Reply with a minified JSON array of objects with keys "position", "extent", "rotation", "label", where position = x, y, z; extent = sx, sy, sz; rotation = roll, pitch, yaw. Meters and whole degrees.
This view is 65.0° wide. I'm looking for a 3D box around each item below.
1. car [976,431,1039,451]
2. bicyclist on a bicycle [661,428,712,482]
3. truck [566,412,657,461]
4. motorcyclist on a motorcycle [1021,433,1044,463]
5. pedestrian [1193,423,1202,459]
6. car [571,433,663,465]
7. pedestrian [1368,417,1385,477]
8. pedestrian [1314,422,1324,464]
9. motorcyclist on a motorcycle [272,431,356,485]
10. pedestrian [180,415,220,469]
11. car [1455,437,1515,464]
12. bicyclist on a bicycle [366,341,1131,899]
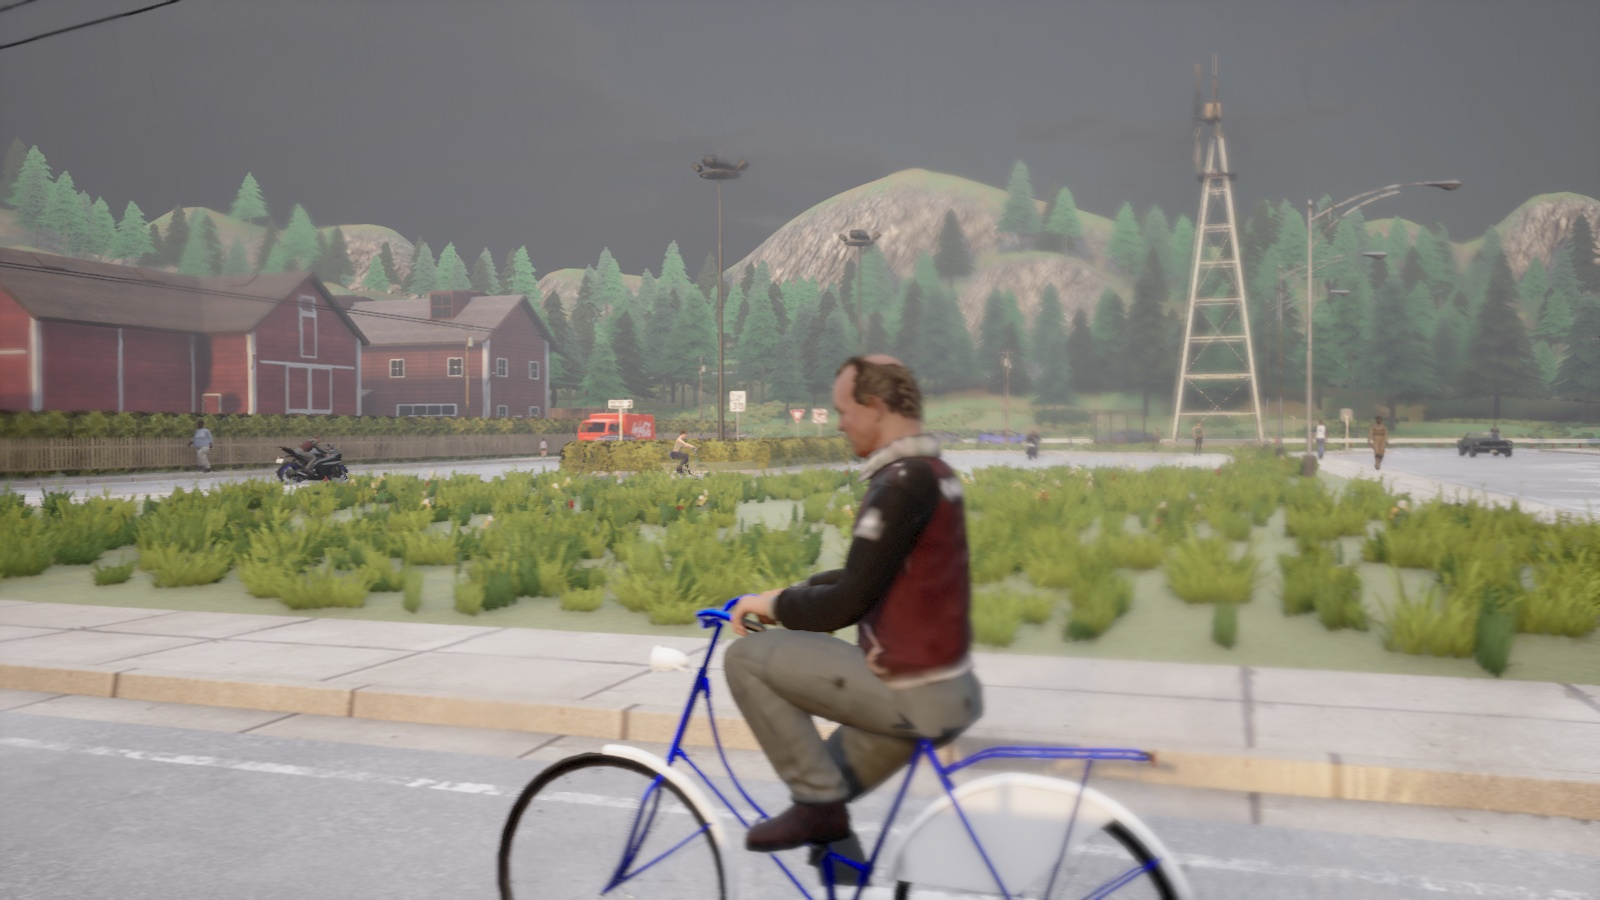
[{"position":[16.063,-0.714,97.081],"extent":[4.514,1.525,2.007],"rotation":[0,1,19],"label":"car"},{"position":[-3.440,0.149,38.033],"extent":[1.509,1.612,0.866],"rotation":[0,0,-7],"label":"bicyclist on a bicycle"},{"position":[-9.746,-0.732,65.485],"extent":[2.627,2.467,5.204],"rotation":[0,1,19],"label":"truck"},{"position":[12.096,-0.135,65.347],"extent":[0.866,1.530,2.191],"rotation":[0,1,18],"label":"motorcyclist on a motorcycle"},{"position":[20.342,-0.473,64.267],"extent":[0.345,1.836,0.594],"rotation":[0,1,7],"label":"pedestrian"},{"position":[-8.422,-0.081,58.463],"extent":[2.033,1.411,5.357],"rotation":[0,1,19],"label":"car"},{"position":[18.744,-0.104,40.845],"extent":[0.396,1.930,0.692],"rotation":[0,1,17],"label":"pedestrian"},{"position":[23.060,-0.327,55.785],"extent":[0.354,1.836,0.706],"rotation":[1,1,24],"label":"pedestrian"},{"position":[-14.583,0.215,37.717],"extent":[0.866,1.530,2.191],"rotation":[4,3,40],"label":"motorcyclist on a motorcycle"},{"position":[-20.891,-0.281,43.718],"extent":[0.874,1.855,0.900],"rotation":[1,1,22],"label":"pedestrian"},{"position":[35.609,0.007,65.393],"extent":[1.895,1.301,4.718],"rotation":[0,1,18],"label":"car"},{"position":[-0.132,0.646,3.236],"extent":[1.843,1.776,0.659],"rotation":[1,1,19],"label":"bicyclist on a bicycle"}]
